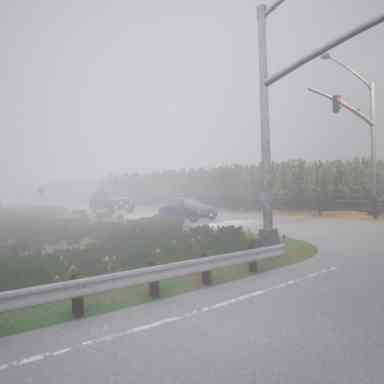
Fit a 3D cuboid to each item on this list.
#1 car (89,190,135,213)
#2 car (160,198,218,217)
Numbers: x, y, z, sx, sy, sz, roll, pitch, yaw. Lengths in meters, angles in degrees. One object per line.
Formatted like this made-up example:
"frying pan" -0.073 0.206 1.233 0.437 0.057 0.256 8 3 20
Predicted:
"car" -7.316 0.850 29.970 2.150 2.045 5.566 -3 2 -41
"car" -0.382 1.113 21.908 1.812 1.442 4.674 -3 2 -41
